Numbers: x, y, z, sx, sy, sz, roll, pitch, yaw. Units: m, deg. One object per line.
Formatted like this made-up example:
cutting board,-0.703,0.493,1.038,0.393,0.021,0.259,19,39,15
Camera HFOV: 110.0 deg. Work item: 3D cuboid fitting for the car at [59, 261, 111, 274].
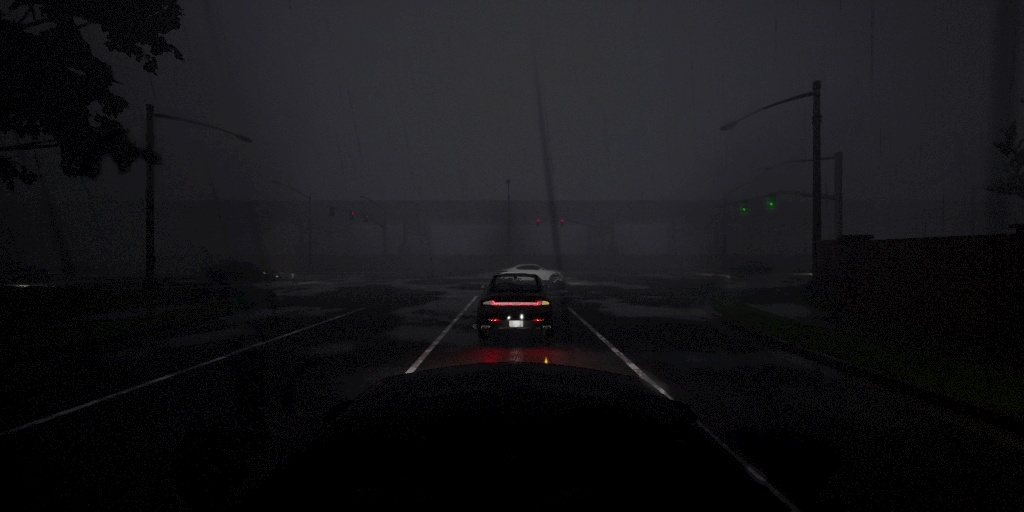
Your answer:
car,-49.669,1.297,41.404,5.357,1.411,2.033,0,0,2

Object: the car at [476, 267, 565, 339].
car,0.094,1.242,10.117,2.128,1.511,4.902,0,0,0

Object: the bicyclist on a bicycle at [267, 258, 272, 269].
bicyclist on a bicycle,-31.608,1.050,46.765,0.582,1.620,1.656,0,0,-33

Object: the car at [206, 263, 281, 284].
car,-19.776,1.241,26.504,4.902,1.511,2.128,0,0,2

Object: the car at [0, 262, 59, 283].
car,-38.016,1.227,27.067,5.008,1.535,1.882,0,0,2

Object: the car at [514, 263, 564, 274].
car,1.477,1.256,25.934,4.674,1.442,1.812,0,0,2

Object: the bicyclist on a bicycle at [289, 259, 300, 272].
bicyclist on a bicycle,-27.055,1.203,44.677,0.582,1.620,1.656,0,0,14

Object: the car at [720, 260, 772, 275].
car,23.495,1.140,36.052,4.674,1.442,1.812,-1,0,2
